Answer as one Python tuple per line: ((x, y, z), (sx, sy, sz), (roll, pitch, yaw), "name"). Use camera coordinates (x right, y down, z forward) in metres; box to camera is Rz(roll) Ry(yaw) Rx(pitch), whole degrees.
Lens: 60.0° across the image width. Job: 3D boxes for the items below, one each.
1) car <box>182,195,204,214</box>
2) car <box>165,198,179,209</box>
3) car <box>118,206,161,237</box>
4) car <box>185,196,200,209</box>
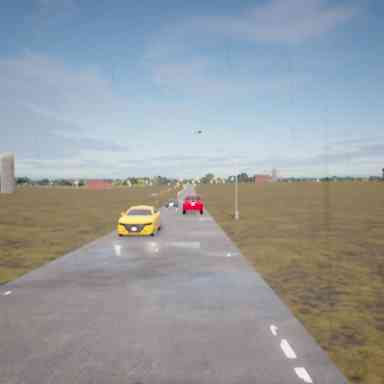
((0.096, 1.336, 36.420), (2.150, 2.045, 5.566), (0, 0, 0), "car")
((-2.858, 1.603, 48.497), (2.128, 1.511, 4.902), (0, 0, 0), "car")
((-2.853, 1.558, 18.863), (1.882, 1.535, 5.008), (0, 0, 0), "car")
((0.064, 1.465, 47.041), (2.097, 1.767, 4.553), (0, 0, 0), "car")
